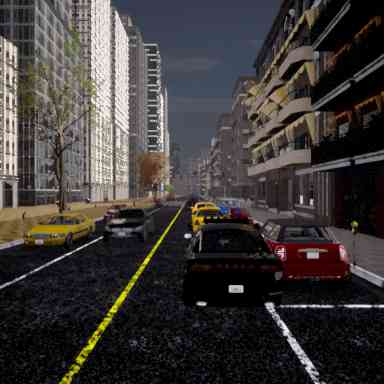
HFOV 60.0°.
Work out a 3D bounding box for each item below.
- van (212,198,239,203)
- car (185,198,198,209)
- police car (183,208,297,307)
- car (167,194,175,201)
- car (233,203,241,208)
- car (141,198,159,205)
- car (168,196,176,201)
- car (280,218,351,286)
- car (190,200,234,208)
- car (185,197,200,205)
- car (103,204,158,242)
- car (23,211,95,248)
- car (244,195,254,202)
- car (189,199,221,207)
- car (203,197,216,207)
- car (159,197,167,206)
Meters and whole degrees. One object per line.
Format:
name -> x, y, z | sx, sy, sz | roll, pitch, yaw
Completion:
van -> 2.734, 1.352, 25.971 | 1.690, 1.788, 3.998 | 0, 0, 0
car -> 0.112, 1.505, 46.090 | 1.882, 1.535, 5.008 | 0, 0, 0
police car -> 0.823, 1.427, 8.180 | 1.930, 1.638, 5.238 | 0, 0, 2
car -> -5.547, 1.402, 86.037 | 2.192, 1.841, 5.009 | 0, 0, 0
car -> 2.724, 1.589, 20.439 | 1.802, 1.307, 4.206 | 0, 0, 0
car -> -5.619, 1.549, 42.414 | 1.752, 1.417, 4.829 | 0, 0, 0
car -> -5.538, 1.664, 91.560 | 1.947, 1.339, 4.313 | 0, 0, 0
car -> 2.706, 1.442, 9.373 | 1.967, 1.590, 4.097 | 0, 0, 0
car -> 0.932, 1.461, 18.235 | 1.801, 1.575, 5.366 | 0, 0, 0
car -> 0.131, 1.643, 59.166 | 1.895, 1.301, 4.718 | 0, 0, 8
car -> -2.972, 1.531, 16.399 | 1.812, 1.442, 4.674 | 0, 0, 0
car -> -5.665, 1.529, 14.750 | 1.752, 1.417, 4.829 | 0, 0, 0
car -> 13.549, 1.404, 73.023 | 4.403, 1.369, 2.008 | -1, 1, 0
car -> 0.941, 1.488, 24.046 | 1.882, 1.535, 5.008 | 0, 0, 0
car -> 2.780, 1.586, 53.635 | 2.008, 1.369, 4.403 | 0, 0, 0
car -> -5.600, 1.580, 53.649 | 1.887, 1.381, 4.507 | 0, 0, 0
